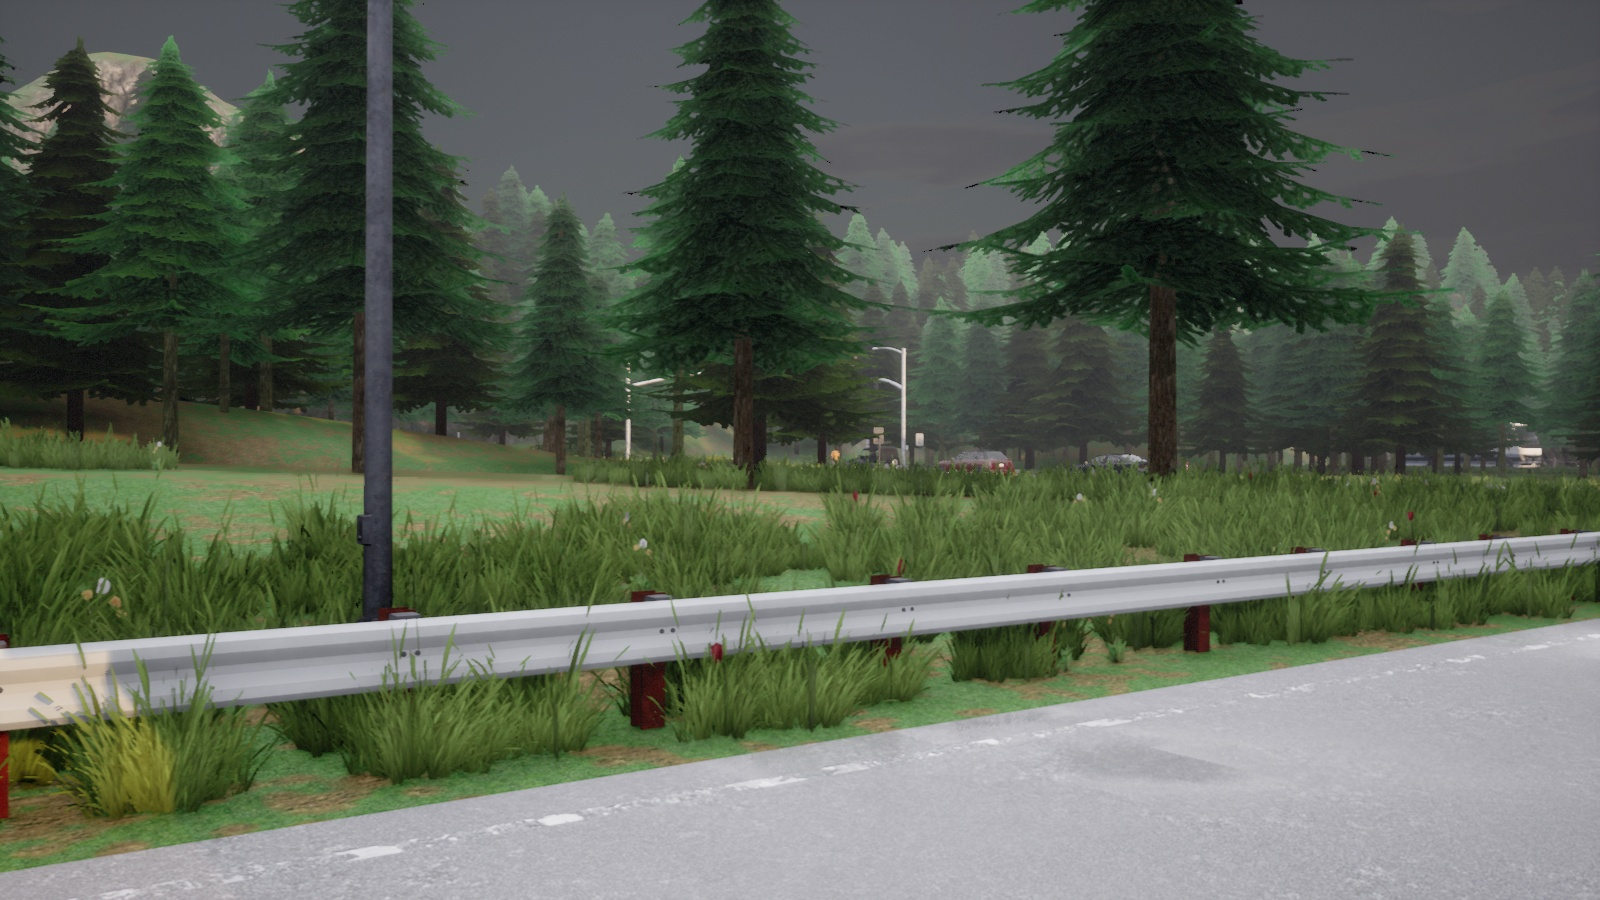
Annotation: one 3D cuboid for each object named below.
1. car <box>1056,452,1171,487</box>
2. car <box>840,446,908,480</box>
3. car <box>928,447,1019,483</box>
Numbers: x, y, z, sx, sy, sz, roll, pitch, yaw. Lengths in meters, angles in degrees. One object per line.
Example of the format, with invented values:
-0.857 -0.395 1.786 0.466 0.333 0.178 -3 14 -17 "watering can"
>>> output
14.066 0.842 56.641 1.882 1.535 5.008 0 0 -35 "car"
4.152 0.717 71.314 1.905 1.878 3.866 0 0 -34 "car"
8.840 0.753 64.283 2.097 1.767 4.553 0 0 -34 "car"
